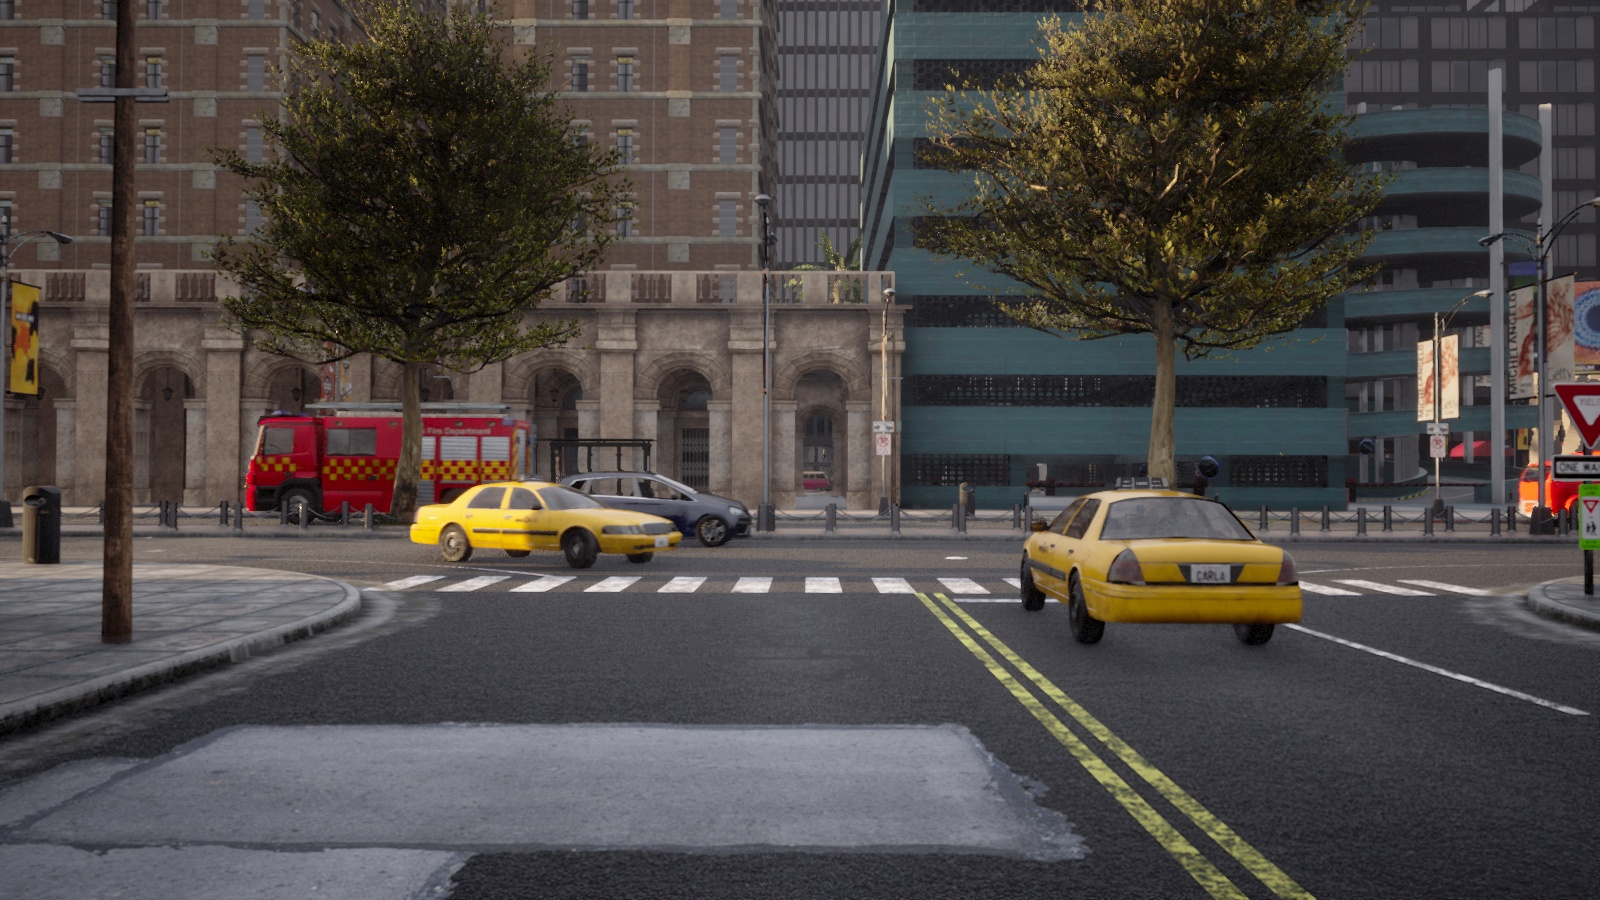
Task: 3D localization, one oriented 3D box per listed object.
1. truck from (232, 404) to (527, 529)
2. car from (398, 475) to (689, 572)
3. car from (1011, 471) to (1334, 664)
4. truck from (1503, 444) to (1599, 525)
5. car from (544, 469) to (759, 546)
[{"bbox_3d":[-13.299,0.554,40.247,8.468,3.827,2.891,0,-1,1],"label":"truck"},{"bbox_3d":[-4.693,1.253,22.592,5.366,1.575,1.801,-1,-1,32],"label":"car"},{"bbox_3d":[3.510,1.020,13.012,1.801,1.575,5.366,0,-1,1],"label":"car"},{"bbox_3d":[25.564,1.061,39.654,5.204,2.467,2.627,0,-1,1],"label":"truck"},{"bbox_3d":[-3.286,1.278,28.577,4.611,1.667,2.242,0,-1,1],"label":"car"}]
